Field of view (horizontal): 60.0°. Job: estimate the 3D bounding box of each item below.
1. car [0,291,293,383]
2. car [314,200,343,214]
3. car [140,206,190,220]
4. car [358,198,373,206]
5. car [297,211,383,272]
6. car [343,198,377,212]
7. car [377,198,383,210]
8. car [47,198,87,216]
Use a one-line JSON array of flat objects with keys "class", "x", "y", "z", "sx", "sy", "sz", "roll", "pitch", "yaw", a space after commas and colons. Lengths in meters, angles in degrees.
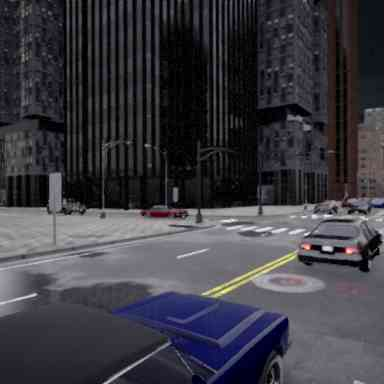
[{"class": "car", "x": -0.792, "y": 1.617, "z": 2.615, "sx": 1.895, "sy": 1.301, "sz": 4.718, "roll": 0, "pitch": 0, "yaw": 35}, {"class": "car", "x": 14.963, "y": 1.664, "z": 36.941, "sx": 1.837, "sy": 1.490, "sz": 4.892, "roll": 0, "pitch": 0, "yaw": 35}, {"class": "car", "x": -2.544, "y": 1.939, "z": 31.246, "sx": 4.718, "sy": 1.301, "sz": 1.895, "roll": -1, "pitch": -1, "yaw": 36}, {"class": "car", "x": 31.868, "y": 1.849, "z": 61.040, "sx": 1.895, "sy": 1.301, "sz": 4.718, "roll": 0, "pitch": 0, "yaw": 35}, {"class": "car", "x": 5.107, "y": 1.591, "z": 11.082, "sx": 2.033, "sy": 1.411, "sz": 5.357, "roll": 0, "pitch": 0, "yaw": 35}, {"class": "car", "x": 18.187, "y": 1.694, "z": 35.887, "sx": 2.033, "sy": 1.411, "sz": 5.357, "roll": 0, "pitch": 0, "yaw": 35}, {"class": "car", "x": 25.839, "y": 1.667, "z": 46.817, "sx": 1.882, "sy": 1.535, "sz": 5.008, "roll": 0, "pitch": -1, "yaw": 35}, {"class": "car", "x": -15.126, "y": 1.794, "z": 40.079, "sx": 5.566, "sy": 2.045, "sz": 2.150, "roll": -1, "pitch": 0, "yaw": 35}]
